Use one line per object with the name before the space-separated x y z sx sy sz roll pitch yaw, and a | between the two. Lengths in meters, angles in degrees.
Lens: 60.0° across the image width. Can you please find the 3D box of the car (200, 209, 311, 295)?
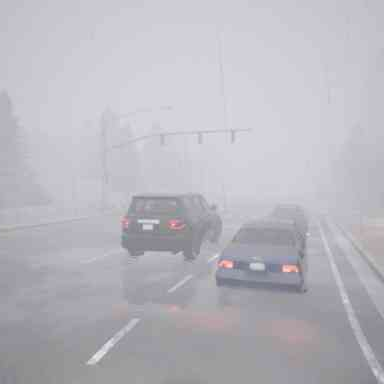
car | 2.031 1.411 8.626 2.033 1.411 5.357 0 1 19

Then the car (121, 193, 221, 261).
car | -0.473 1.038 11.842 2.150 2.045 5.566 0 1 16

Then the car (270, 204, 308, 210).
car | 5.016 1.291 17.371 1.994 1.385 4.181 0 1 18
